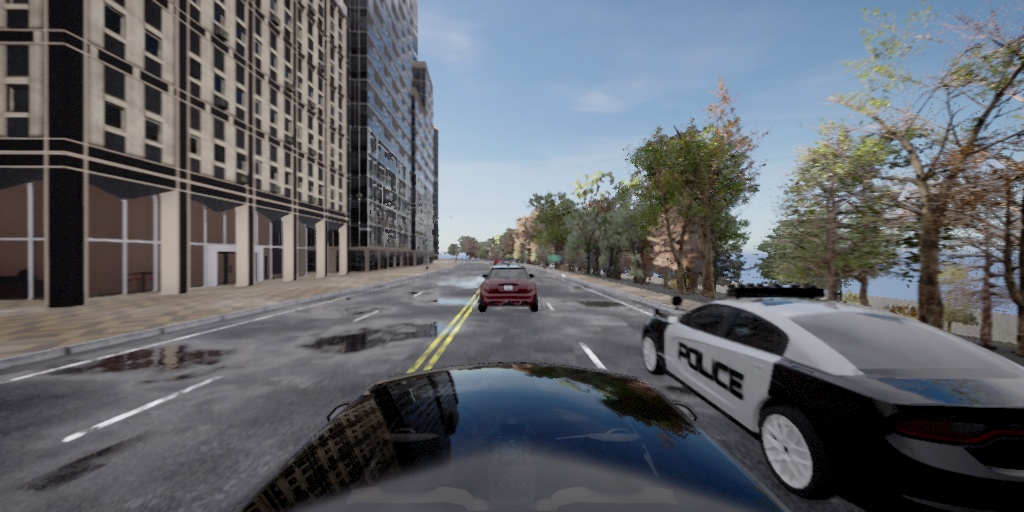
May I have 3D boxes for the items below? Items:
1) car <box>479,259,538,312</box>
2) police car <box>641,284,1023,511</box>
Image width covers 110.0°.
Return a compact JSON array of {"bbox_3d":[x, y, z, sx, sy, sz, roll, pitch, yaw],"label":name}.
[{"bbox_3d":[-0.153,1.138,14.667,2.097,1.767,4.553,0,0,-1],"label":"car"},{"bbox_3d":[3.251,1.180,4.602,1.930,1.638,5.238,0,0,0],"label":"police car"}]
